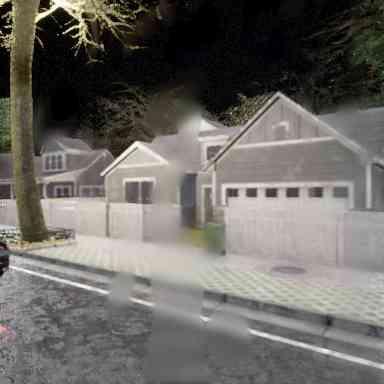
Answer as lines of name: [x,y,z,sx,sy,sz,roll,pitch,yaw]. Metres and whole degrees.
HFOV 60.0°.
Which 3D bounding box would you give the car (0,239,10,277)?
car: [-6.665,1.475,8.753,4.892,1.490,1.837,0,0,36]
